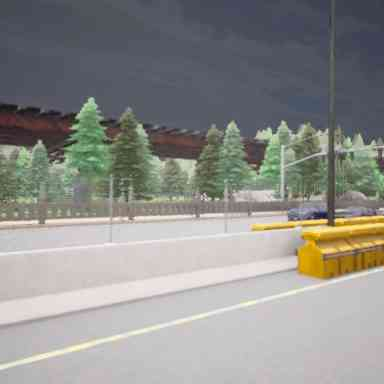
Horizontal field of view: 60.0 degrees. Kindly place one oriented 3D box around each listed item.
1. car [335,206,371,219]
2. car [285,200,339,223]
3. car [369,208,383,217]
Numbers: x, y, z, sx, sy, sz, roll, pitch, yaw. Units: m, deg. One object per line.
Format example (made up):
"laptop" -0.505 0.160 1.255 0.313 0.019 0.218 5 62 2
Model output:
"car" 13.037 1.828 26.077 5.357 1.411 2.033 1 0 -35
"car" 10.271 1.622 28.416 4.553 1.767 2.097 1 0 -35
"car" 14.475 1.873 22.812 4.718 1.301 1.895 1 0 -35
